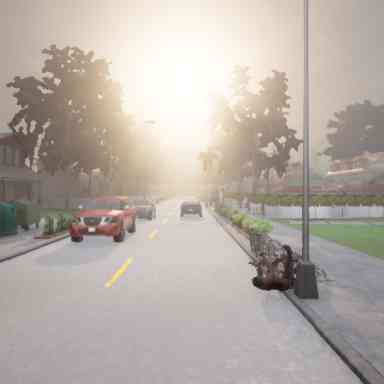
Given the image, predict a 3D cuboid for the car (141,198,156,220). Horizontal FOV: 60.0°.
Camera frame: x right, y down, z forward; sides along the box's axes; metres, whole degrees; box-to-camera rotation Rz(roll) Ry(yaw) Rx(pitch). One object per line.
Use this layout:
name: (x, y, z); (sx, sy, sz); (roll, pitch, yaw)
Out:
car: (-4.224, 1.345, 27.604); (2.097, 1.767, 4.553); (0, 0, 0)

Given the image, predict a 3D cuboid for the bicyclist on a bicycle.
bicyclist on a bicycle: (1.880, 1.731, 7.593); (1.656, 0.582, 1.620); (39, 38, 11)

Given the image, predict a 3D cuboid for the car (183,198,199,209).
car: (-0.166, 1.536, 45.779); (2.033, 1.411, 5.357); (0, 0, 0)

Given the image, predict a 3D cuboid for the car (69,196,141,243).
car: (-4.188, 1.220, 16.548); (2.150, 2.045, 5.566); (0, 0, -1)

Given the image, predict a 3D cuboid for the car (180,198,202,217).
car: (-0.080, 1.470, 31.662); (1.882, 1.535, 5.008); (0, -1, 0)
